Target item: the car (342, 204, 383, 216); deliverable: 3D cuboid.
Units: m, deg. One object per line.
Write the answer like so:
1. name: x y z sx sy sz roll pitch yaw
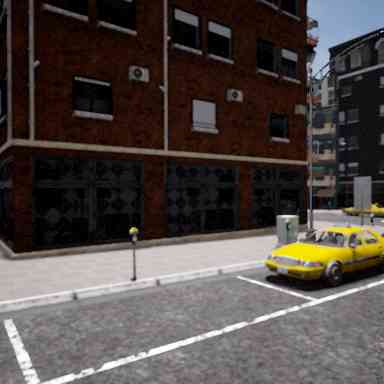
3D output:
1. car: 18.100 1.826 34.470 1.752 1.417 4.829 -1 0 -36

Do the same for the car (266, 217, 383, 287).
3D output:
1. car: 4.179 1.607 9.560 4.829 1.417 1.752 1 -1 -36

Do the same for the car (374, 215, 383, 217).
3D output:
1. car: 8.927 1.687 12.950 4.403 1.369 2.008 1 -1 -36
